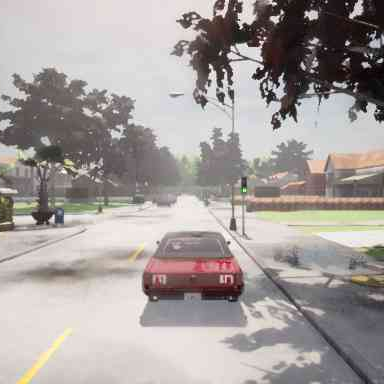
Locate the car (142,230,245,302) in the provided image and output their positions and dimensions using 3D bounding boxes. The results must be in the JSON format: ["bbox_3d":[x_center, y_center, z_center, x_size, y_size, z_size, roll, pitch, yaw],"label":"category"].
[{"bbox_3d":[0.037,1.601,8.204,1.895,1.301,4.718,0,0,0],"label":"car"}]

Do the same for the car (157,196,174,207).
[{"bbox_3d":[-4.187,1.601,50.826,1.895,1.301,4.718,0,0,0],"label":"car"}]

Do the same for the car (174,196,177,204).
[{"bbox_3d":[-4.175,1.564,60.817,1.994,1.385,4.181,0,0,0],"label":"car"}]

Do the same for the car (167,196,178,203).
[{"bbox_3d":[-4.127,1.540,71.179,2.033,1.411,5.357,0,0,0],"label":"car"}]
